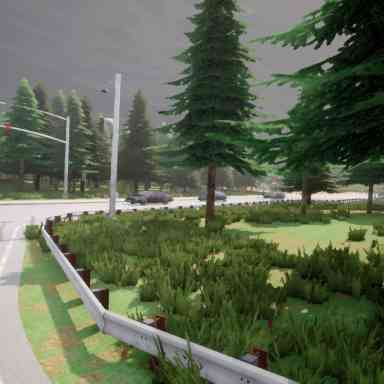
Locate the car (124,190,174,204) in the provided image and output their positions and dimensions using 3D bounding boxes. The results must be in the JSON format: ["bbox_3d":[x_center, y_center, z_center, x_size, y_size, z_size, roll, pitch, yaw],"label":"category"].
[{"bbox_3d":[-4.106,0.542,33.143,2.033,1.411,5.357,5,3,39],"label":"car"}]

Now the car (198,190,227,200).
[{"bbox_3d":[2.663,0.519,41.521,1.812,1.442,4.674,5,3,39],"label":"car"}]

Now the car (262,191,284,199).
[{"bbox_3d":[13.732,0.516,55.739,2.033,1.411,5.357,5,3,37],"label":"car"}]
